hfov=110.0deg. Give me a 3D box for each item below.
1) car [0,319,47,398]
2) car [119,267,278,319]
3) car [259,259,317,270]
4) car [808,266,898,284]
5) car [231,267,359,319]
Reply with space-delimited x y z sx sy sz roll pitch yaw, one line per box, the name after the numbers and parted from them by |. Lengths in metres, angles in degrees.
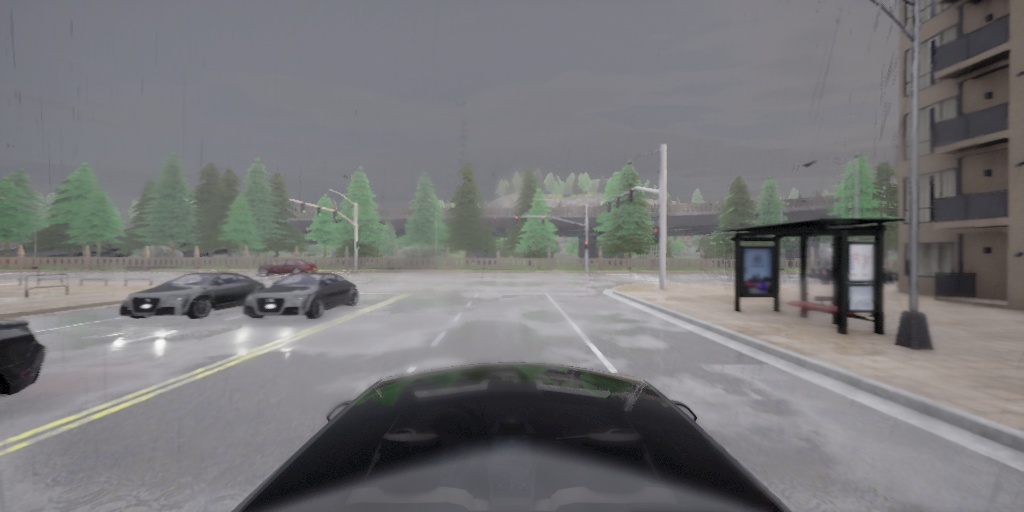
-7.085 1.236 2.617 1.837 1.490 4.892 0 0 0 | car
-10.517 1.255 12.313 1.994 1.385 4.181 0 0 1 | car
-20.656 1.021 33.126 5.008 1.535 1.882 0 0 3 | car
24.160 1.221 25.319 5.357 1.411 2.033 0 0 2 | car
-6.990 1.263 12.377 1.994 1.385 4.181 0 0 0 | car
